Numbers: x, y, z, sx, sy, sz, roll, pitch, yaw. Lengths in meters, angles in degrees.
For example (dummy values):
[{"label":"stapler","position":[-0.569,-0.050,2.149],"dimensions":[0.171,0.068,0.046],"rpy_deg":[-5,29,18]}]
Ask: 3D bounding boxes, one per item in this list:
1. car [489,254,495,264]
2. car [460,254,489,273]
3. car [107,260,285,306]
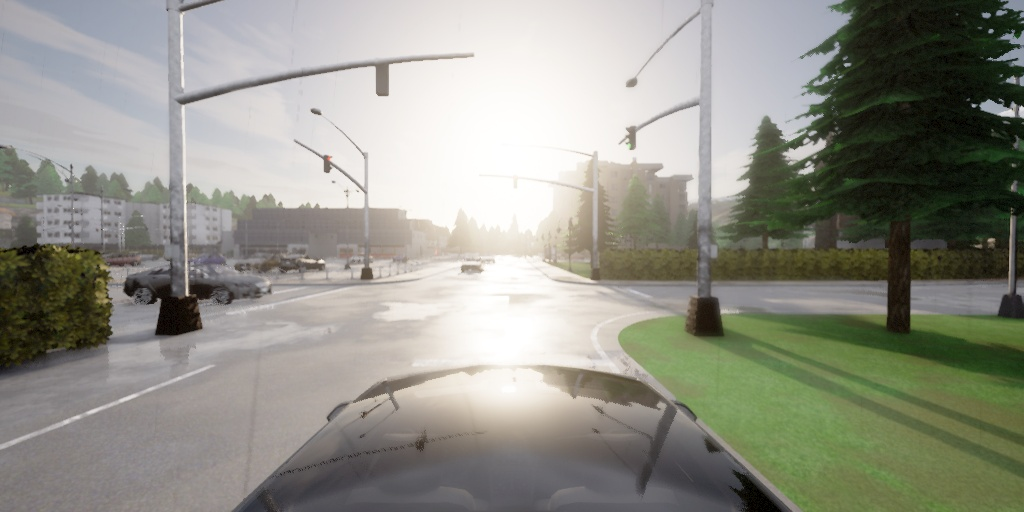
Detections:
[{"label":"car","position":[-3.589,0.395,55.262],"dimensions":[1.812,1.442,4.674],"rpy_deg":[0,1,0]},{"label":"car","position":[-3.623,0.770,33.768],"dimensions":[2.033,1.411,5.357],"rpy_deg":[0,1,0]},{"label":"car","position":[-12.045,1.041,13.924],"dimensions":[4.902,1.511,2.128],"rpy_deg":[0,1,1]}]
